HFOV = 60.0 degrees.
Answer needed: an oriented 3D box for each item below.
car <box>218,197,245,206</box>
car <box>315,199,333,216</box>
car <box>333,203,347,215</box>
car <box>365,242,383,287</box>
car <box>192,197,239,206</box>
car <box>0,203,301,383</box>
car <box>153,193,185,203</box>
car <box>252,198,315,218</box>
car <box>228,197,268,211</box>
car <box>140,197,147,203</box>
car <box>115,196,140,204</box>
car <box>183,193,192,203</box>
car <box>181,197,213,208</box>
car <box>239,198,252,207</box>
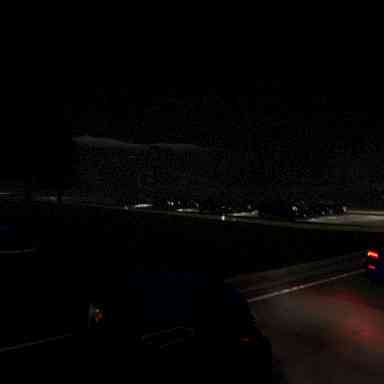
[{"bbox_3d":[6.585,1.582,56.406,1.895,1.301,4.718,0,0,-36],"label":"car"},{"bbox_3d":[10.373,1.588,31.364,1.895,1.301,4.718,0,0,-36],"label":"car"},{"bbox_3d":[13.088,1.477,33.583,2.128,1.511,4.902,0,0,-36],"label":"car"},{"bbox_3d":[6.006,1.521,8.047,4.674,1.442,1.812,0,0,-35],"label":"car"},{"bbox_3d":[2.468,1.494,36.249,1.837,1.490,4.892,0,0,-36],"label":"car"},{"bbox_3d":[-1.888,1.222,2.399,5.566,2.045,2.150,0,0,-35],"label":"car"},{"bbox_3d":[-3.436,1.341,44.350,2.097,1.767,4.553,0,0,-36],"label":"car"},{"bbox_3d":[7.864,1.341,28.868,2.097,1.767,4.553,0,0,-36],"label":"car"},{"bbox_3d":[6.954,1.477,41.974,2.128,1.511,4.902,0,0,-36],"label":"car"},{"bbox_3d":[-9.539,1.552,58.897,1.994,1.385,4.181,0,0,-35],"label":"car"},{"bbox_3d":[-10.988,1.467,54.886,1.882,1.535,5.008,0,0,-35],"label":"car"},{"bbox_3d":[-1.196,1.209,47.224,2.150,2.045,5.566,0,0,-36],"label":"car"},{"bbox_3d":[0.732,1.533,50.520,2.033,1.411,5.357,0,0,-36],"label":"car"},{"bbox_3d":[4.909,1.479,38.839,2.128,1.511,4.902,0,0,-36],"label":"car"}]
